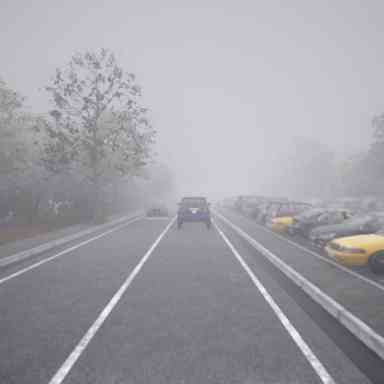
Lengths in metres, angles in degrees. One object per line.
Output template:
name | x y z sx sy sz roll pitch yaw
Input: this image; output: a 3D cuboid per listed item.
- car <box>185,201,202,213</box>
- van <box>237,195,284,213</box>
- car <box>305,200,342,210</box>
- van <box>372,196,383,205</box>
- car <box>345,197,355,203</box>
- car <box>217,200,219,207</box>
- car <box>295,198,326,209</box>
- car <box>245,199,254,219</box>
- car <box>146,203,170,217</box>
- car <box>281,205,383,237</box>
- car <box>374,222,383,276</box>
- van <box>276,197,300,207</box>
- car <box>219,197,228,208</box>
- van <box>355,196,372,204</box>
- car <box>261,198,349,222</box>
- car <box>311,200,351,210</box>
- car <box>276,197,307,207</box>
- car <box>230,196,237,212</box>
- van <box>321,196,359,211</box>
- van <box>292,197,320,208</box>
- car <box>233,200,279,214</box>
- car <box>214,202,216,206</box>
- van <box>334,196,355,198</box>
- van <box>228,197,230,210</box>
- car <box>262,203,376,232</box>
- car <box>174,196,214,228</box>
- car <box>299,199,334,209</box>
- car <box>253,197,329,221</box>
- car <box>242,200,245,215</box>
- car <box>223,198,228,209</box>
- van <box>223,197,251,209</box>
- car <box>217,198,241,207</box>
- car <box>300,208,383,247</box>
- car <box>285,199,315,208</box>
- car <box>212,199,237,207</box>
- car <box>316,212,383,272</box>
car | 0.178 1.849 42.413 2.033 1.411 5.357 0 -1 0
van | 6.992 1.388 32.190 4.442 1.987 1.878 0 0 0
car | 20.251 1.935 51.366 5.008 1.535 2.097 0 -1 0
van | 20.304 1.385 31.998 4.442 1.987 1.878 0 0 0
car | 20.213 1.659 37.518 5.008 1.535 2.097 0 -1 0
car | 7.200 2.092 57.150 4.674 1.452 2.002 0 -1 0
car | 20.245 1.920 56.909 4.553 1.767 2.185 0 -1 0
car | 7.083 1.592 26.636 5.008 1.535 2.097 0 0 0
car | -3.291 1.740 32.867 1.994 1.385 4.181 0 -1 0
car | 7.043 1.551 15.532 4.892 1.521 2.231 0 0 0
car | 6.991 1.547 7.203 4.792 1.488 2.163 0 0 0
van | 20.443 2.124 70.876 4.442 1.987 1.878 0 -2 0
car | 7.183 1.941 51.599 5.008 1.535 2.097 0 -1 0
van | 20.082 1.397 34.902 4.442 1.987 1.878 0 -1 0
car | 7.038 1.446 21.085 4.553 1.767 2.185 0 0 0
car | 20.241 1.881 48.596 4.892 1.521 2.231 0 -1 0
car | 20.343 2.023 67.985 5.566 2.045 2.435 0 -2 0
car | 7.147 1.374 34.966 5.566 2.045 2.435 0 0 0
van | 20.354 1.599 45.831 4.442 1.987 1.878 0 -1 0
van | 20.403 1.875 59.679 4.442 1.987 1.878 0 -1 0
car | 7.157 1.694 37.714 4.792 1.488 2.163 0 -1 0
car | 7.189 1.912 62.706 5.566 2.045 2.435 0 -1 0
van | 20.100 1.489 40.293 4.442 1.987 1.878 0 -1 0
van | 7.021 1.494 40.501 4.442 1.987 1.878 0 -1 0
car | 6.874 1.557 18.308 5.366 1.575 1.946 0 0 0
car | 0.134 1.312 23.052 2.150 2.045 5.566 0 0 0
car | 20.262 1.993 54.261 5.008 1.535 2.097 0 -1 0
car | 7.048 1.456 23.861 4.553 1.767 2.185 0 0 0
car | 7.101 1.643 29.412 4.674 1.452 2.002 0 0 0
car | 7.128 1.861 46.048 4.792 1.488 2.163 0 -1 0
van | 7.304 1.771 54.379 4.442 1.987 1.878 0 -1 0
car | 7.258 2.096 65.475 4.553 1.767 2.185 0 -1 0
car | 7.046 1.540 12.755 4.892 1.521 2.231 0 0 0
car | 20.289 2.158 62.445 4.892 1.521 2.231 0 -1 0
car | 7.071 2.431 73.788 5.366 1.575 1.946 0 -2 0
car | 6.844 1.525 9.980 5.366 1.575 1.946 0 0 0
